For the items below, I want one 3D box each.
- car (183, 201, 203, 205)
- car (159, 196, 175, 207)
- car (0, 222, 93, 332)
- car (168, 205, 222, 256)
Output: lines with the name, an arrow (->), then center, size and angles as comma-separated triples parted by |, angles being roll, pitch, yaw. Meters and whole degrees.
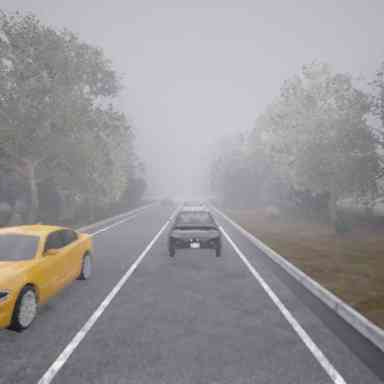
car -> 0.101, 1.535, 31.261 | 1.895, 1.301, 4.718 | 0, 0, 0
car -> -3.579, 1.343, 48.397 | 1.837, 1.490, 4.892 | 0, 1, 0
car -> -3.601, 1.480, 7.043 | 1.882, 1.535, 5.008 | 0, 0, 0
car -> 0.101, 1.488, 13.101 | 2.128, 1.511, 4.902 | 0, 0, 0
